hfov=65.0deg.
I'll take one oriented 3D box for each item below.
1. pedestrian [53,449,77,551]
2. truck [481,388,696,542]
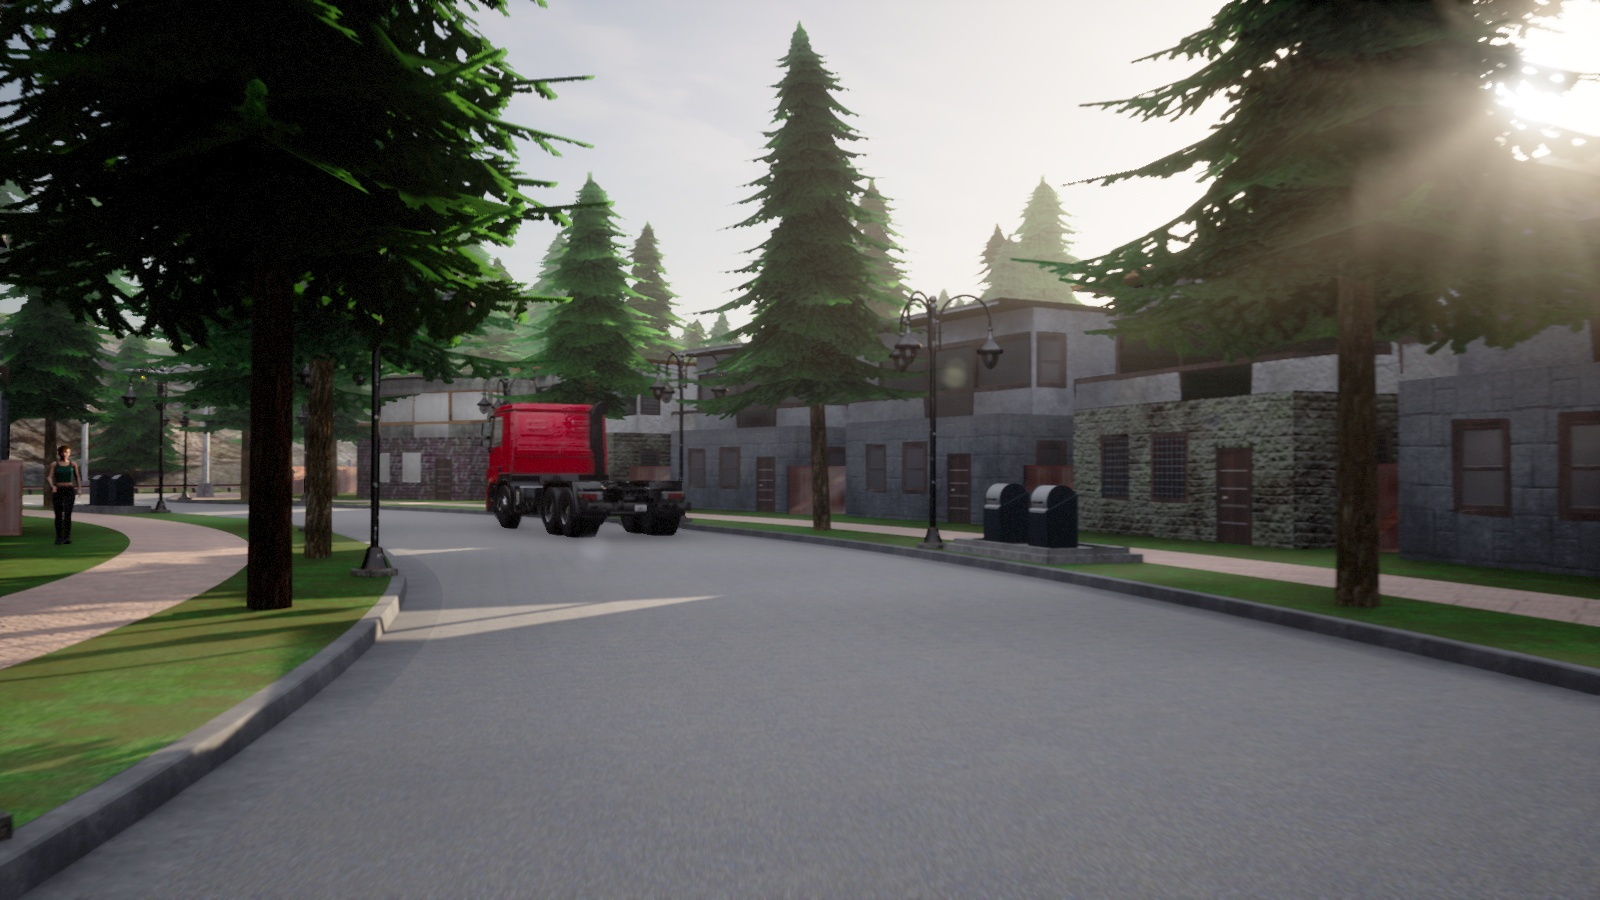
[{"bbox_3d":[-13.492,0.907,23.053,0.345,1.836,0.594,0,-1,-29],"label":"pedestrian"},{"bbox_3d":[-5.689,0.401,32.426,2.891,3.462,7.936,0,-1,-30],"label":"truck"}]
